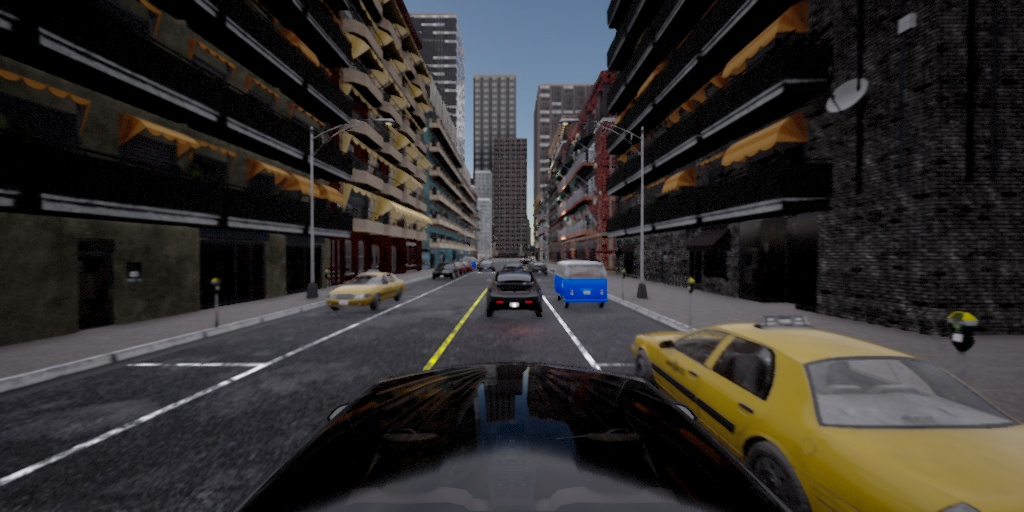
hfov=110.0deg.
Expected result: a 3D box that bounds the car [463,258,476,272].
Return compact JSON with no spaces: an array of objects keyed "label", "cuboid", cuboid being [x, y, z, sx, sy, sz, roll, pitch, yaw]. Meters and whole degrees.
[{"label":"car","cuboid":[-5.700,1.232,42.319,1.888,1.381,4.507,0,0,0]}]

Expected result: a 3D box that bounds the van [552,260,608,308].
[{"label":"van","cuboid":[2.686,1.069,14.691,1.690,1.789,3.998,0,0,0]}]

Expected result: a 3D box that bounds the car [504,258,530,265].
[{"label":"car","cuboid":[0.082,1.197,29.280,2.128,1.511,4.902,0,0,0]}]

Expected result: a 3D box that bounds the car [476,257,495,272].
[{"label":"car","cuboid":[-3.096,1.209,44.474,1.812,1.442,4.674,0,0,0]}]

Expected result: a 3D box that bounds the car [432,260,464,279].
[{"label":"car","cuboid":[-5.698,1.268,31.272,1.948,1.339,4.313,0,0,0]}]

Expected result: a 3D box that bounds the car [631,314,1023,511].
[{"label":"car","cuboid":[2.688,1.272,3.813,1.751,1.417,4.829,0,0,0]}]

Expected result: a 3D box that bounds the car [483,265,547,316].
[{"label":"car","cuboid":[0.081,1.234,13.288,1.837,1.490,4.892,0,0,0]}]

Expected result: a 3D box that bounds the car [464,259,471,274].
[{"label":"car","cuboid":[-5.699,1.240,36.795,1.888,1.381,4.507,0,0,0]}]

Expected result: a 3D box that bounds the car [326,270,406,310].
[{"label":"car","cuboid":[-5.695,1.254,14.532,1.751,1.417,4.829,0,0,0]}]

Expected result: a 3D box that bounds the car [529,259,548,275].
[{"label":"car","cuboid":[2.682,1.245,36.784,2.007,1.370,4.403,0,0,0]}]
